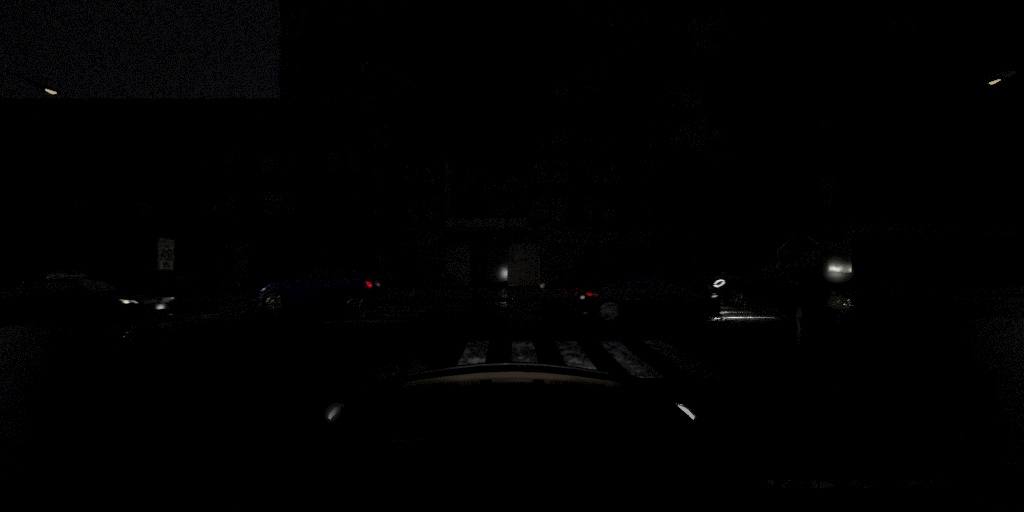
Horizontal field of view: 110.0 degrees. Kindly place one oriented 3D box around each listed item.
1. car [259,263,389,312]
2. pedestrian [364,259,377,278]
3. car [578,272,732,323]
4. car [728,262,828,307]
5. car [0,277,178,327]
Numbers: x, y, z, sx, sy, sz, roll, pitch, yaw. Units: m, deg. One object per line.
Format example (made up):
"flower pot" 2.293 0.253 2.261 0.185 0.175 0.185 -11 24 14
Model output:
"car" -7.488 1.200 14.435 4.553 1.767 2.097 -1 -1 0
"pedestrian" -6.876 1.039 17.347 0.375 1.860 0.375 0 -1 0
"car" 4.247 1.269 11.453 4.181 1.385 1.994 -1 0 0
"car" 9.756 1.034 14.426 4.553 1.767 2.097 -1 -1 0
"car" -13.574 1.387 11.486 4.674 1.442 1.812 -1 -1 0
